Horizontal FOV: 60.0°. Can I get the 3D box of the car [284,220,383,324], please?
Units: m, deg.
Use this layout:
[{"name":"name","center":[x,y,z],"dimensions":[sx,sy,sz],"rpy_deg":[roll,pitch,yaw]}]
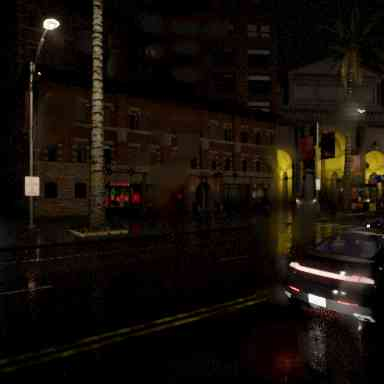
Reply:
[{"name":"car","center":[3.951,1.491,6.628],"dimensions":[4.902,1.511,2.128],"rpy_deg":[0,0,-35]}]
